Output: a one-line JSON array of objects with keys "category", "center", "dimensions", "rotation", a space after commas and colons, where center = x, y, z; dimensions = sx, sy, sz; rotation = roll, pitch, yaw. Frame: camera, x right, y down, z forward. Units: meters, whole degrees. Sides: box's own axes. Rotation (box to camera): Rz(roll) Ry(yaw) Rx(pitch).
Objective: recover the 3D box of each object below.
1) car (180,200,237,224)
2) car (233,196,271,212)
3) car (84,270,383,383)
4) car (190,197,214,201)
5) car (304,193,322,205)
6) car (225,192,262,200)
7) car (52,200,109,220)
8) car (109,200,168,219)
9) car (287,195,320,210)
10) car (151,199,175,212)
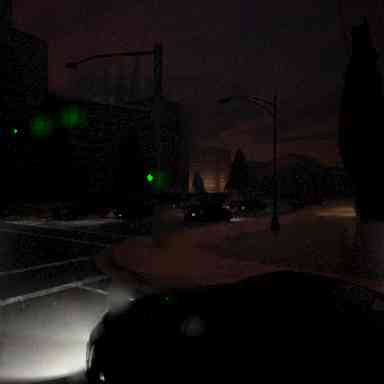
[{"category": "car", "center": [1.277, 1.564, 24.934], "dimensions": [1.994, 1.385, 4.181], "rotation": [0, 0, 36]}, {"category": "car", "center": [7.117, 1.505, 38.922], "dimensions": [1.837, 1.490, 4.892], "rotation": [0, 0, 36]}, {"category": "car", "center": [0.820, 1.564, 3.416], "dimensions": [4.181, 1.385, 1.994], "rotation": [0, 0, 35]}, {"category": "car", "center": [0.723, 1.352, 36.422], "dimensions": [2.097, 1.767, 4.553], "rotation": [0, 0, 36]}, {"category": "car", "center": [21.546, 1.491, 58.777], "dimensions": [2.128, 1.511, 4.902], "rotation": [0, 0, 36]}, {"category": "car", "center": [7.028, 1.221, 45.078], "dimensions": [2.150, 2.045, 5.566], "rotation": [0, 0, 36]}, {"category": "car", "center": [-9.402, 1.478, 28.456], "dimensions": [1.882, 1.535, 5.008], "rotation": [0, 0, 36]}, {"category": "car", "center": [-4.599, 1.601, 29.096], "dimensions": [1.895, 1.301, 4.718], "rotation": [0, 0, 36]}, {"category": "car", "center": [14.562, 1.491, 43.212], "dimensions": [2.128, 1.511, 4.902], "rotation": [0, 0, 36]}, {"category": "car", "center": [-3.878, 1.505, 36.039], "dimensions": [1.837, 1.490, 4.892], "rotation": [0, 0, 36]}]
